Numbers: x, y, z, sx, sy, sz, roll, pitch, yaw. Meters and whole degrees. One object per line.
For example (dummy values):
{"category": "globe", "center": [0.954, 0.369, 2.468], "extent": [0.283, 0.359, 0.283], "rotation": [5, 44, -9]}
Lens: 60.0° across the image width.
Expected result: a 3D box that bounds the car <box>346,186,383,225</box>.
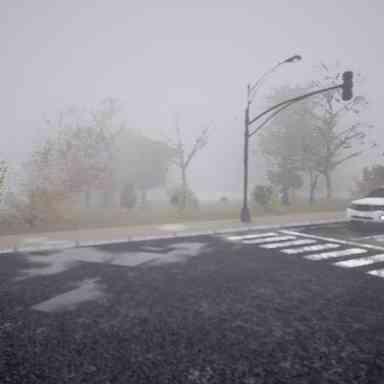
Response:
{"category": "car", "center": [10.472, 0.671, 17.120], "extent": [5.566, 2.045, 2.150], "rotation": [-1, 2, -28]}
